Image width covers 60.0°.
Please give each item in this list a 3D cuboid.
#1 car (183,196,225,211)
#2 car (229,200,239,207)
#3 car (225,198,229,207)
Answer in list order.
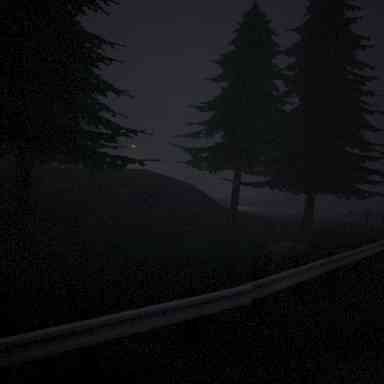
[{"bbox_3d":[1.546,1.316,44.260,4.553,1.767,2.097,0,0,34],"label":"car"},{"bbox_3d":[4.501,1.505,50.707,5.357,1.411,2.033,0,0,34],"label":"car"},{"bbox_3d":[2.468,1.559,47.858,4.718,1.301,1.895,0,0,34],"label":"car"}]
